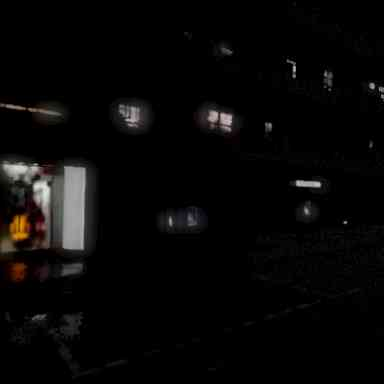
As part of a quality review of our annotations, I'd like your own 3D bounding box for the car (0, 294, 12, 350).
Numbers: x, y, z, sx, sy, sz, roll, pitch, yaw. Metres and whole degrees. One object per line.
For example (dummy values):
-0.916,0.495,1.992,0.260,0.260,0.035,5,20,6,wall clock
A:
-4.598,1.508,3.370,4.829,1.417,1.752,1,1,-35,car
